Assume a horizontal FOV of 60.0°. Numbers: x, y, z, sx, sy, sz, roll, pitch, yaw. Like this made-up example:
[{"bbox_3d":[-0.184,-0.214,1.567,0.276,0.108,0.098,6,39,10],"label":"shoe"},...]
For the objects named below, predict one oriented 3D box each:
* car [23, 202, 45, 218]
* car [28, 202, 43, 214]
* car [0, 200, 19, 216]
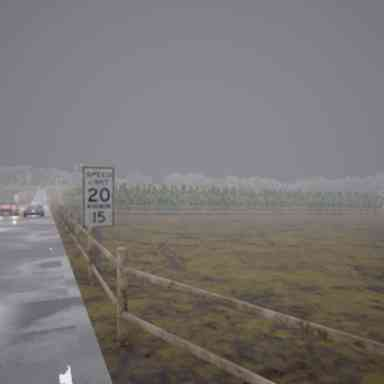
[{"bbox_3d":[-16.972,1.951,35.743,1.994,1.385,4.181,0,-1,-23],"label":"car"},{"bbox_3d":[-21.015,2.089,44.762,1.812,1.442,4.674,0,-1,-24],"label":"car"},{"bbox_3d":[-21.186,1.814,38.339,2.097,1.767,4.553,0,-1,-24],"label":"car"}]
